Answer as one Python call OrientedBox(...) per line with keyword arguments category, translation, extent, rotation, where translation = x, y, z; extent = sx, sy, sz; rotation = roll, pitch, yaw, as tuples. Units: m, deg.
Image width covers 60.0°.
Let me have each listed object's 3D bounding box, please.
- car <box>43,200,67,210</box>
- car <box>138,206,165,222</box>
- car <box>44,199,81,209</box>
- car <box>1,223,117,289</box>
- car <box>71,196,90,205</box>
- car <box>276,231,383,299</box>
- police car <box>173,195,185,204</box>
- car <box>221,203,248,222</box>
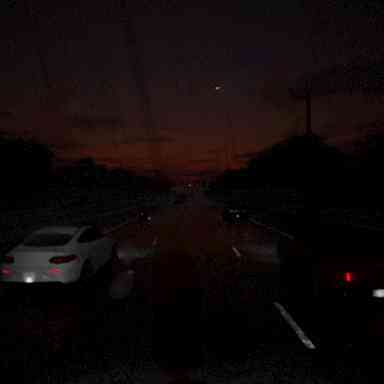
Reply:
OrientedBox(category="car", translation=(-21.024, 1.953, 51.273), extent=(1.994, 1.385, 4.181), rotation=(0, 0, 1))
OrientedBox(category="car", translation=(-3.387, 1.831, 28.941), extent=(1.895, 1.301, 4.718), rotation=(0, 0, 0))
OrientedBox(category="car", translation=(-14.073, 1.774, 35.666), extent=(2.128, 1.511, 4.902), rotation=(0, -1, 0))
OrientedBox(category="car", translation=(-3.395, 1.601, 9.258), extent=(1.812, 1.442, 4.674), rotation=(0, 0, 0))
OrientedBox(category="car", translation=(-17.523, 1.610, 51.317), extent=(2.150, 2.045, 5.566), rotation=(0, 0, 1))
OrientedBox(category="car", translation=(3.605, 1.670, 8.580), extent=(1.895, 1.301, 4.718), rotation=(0, 0, 0))
OrientedBox(category="police car", translation=(-3.467, 2.069, 80.510), extent=(2.038, 1.542, 4.974), rotation=(0, 0, 0))
OrientedBox(category="car", translation=(3.613, 1.720, 28.717), extent=(2.128, 1.511, 4.902), rotation=(0, 0, 0))
